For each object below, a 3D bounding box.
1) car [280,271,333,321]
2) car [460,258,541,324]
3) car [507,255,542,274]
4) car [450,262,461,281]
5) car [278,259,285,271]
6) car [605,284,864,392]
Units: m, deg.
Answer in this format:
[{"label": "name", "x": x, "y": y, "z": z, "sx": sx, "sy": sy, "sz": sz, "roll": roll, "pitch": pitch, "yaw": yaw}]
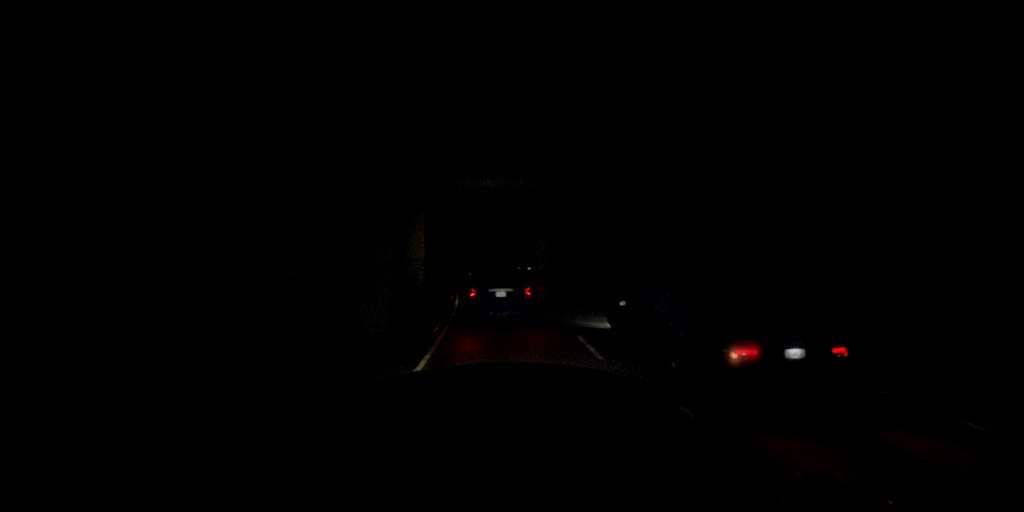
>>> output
[{"label": "car", "x": -7.701, "y": 1.380, "z": 12.470, "sx": 1.994, "sy": 1.385, "sz": 4.181, "roll": -1, "pitch": 0, "yaw": -7}, {"label": "car", "x": -0.493, "y": 1.097, "z": 12.212, "sx": 2.097, "sy": 1.767, "sz": 4.553, "roll": -1, "pitch": 0, "yaw": -5}, {"label": "car", "x": 0.501, "y": 0.942, "z": 27.262, "sx": 2.150, "sy": 2.045, "sz": 5.566, "roll": 0, "pitch": 0, "yaw": -15}, {"label": "car", "x": -3.972, "y": 1.238, "z": 30.013, "sx": 1.882, "sy": 1.535, "sz": 5.008, "roll": 0, "pitch": 0, "yaw": -17}, {"label": "car", "x": -11.421, "y": 1.072, "z": 14.684, "sx": 2.150, "sy": 2.045, "sz": 5.566, "roll": 0, "pitch": 0, "yaw": -8}, {"label": "car", "x": 3.430, "y": 1.258, "z": 6.968, "sx": 2.033, "sy": 1.411, "sz": 5.357, "roll": -1, "pitch": 0, "yaw": -2}]
